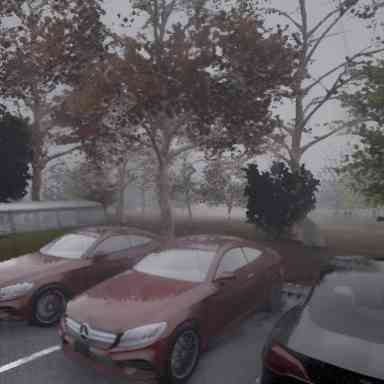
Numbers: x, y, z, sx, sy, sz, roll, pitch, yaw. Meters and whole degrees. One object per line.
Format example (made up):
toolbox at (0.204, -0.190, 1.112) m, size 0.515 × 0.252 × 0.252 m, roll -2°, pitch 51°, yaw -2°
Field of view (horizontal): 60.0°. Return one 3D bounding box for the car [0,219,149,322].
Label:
car at (-2.175, 1.527, 7.320) m, size 2.002 × 1.452 × 4.674 m, roll 0°, pitch 0°, yaw 36°

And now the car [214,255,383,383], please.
car at (2.476, 1.512, 4.029) m, size 2.163 × 1.488 × 4.792 m, roll 0°, pitch 0°, yaw 36°

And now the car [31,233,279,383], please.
car at (0.091, 1.528, 5.701) m, size 2.002 × 1.452 × 4.674 m, roll 0°, pitch 0°, yaw 36°
